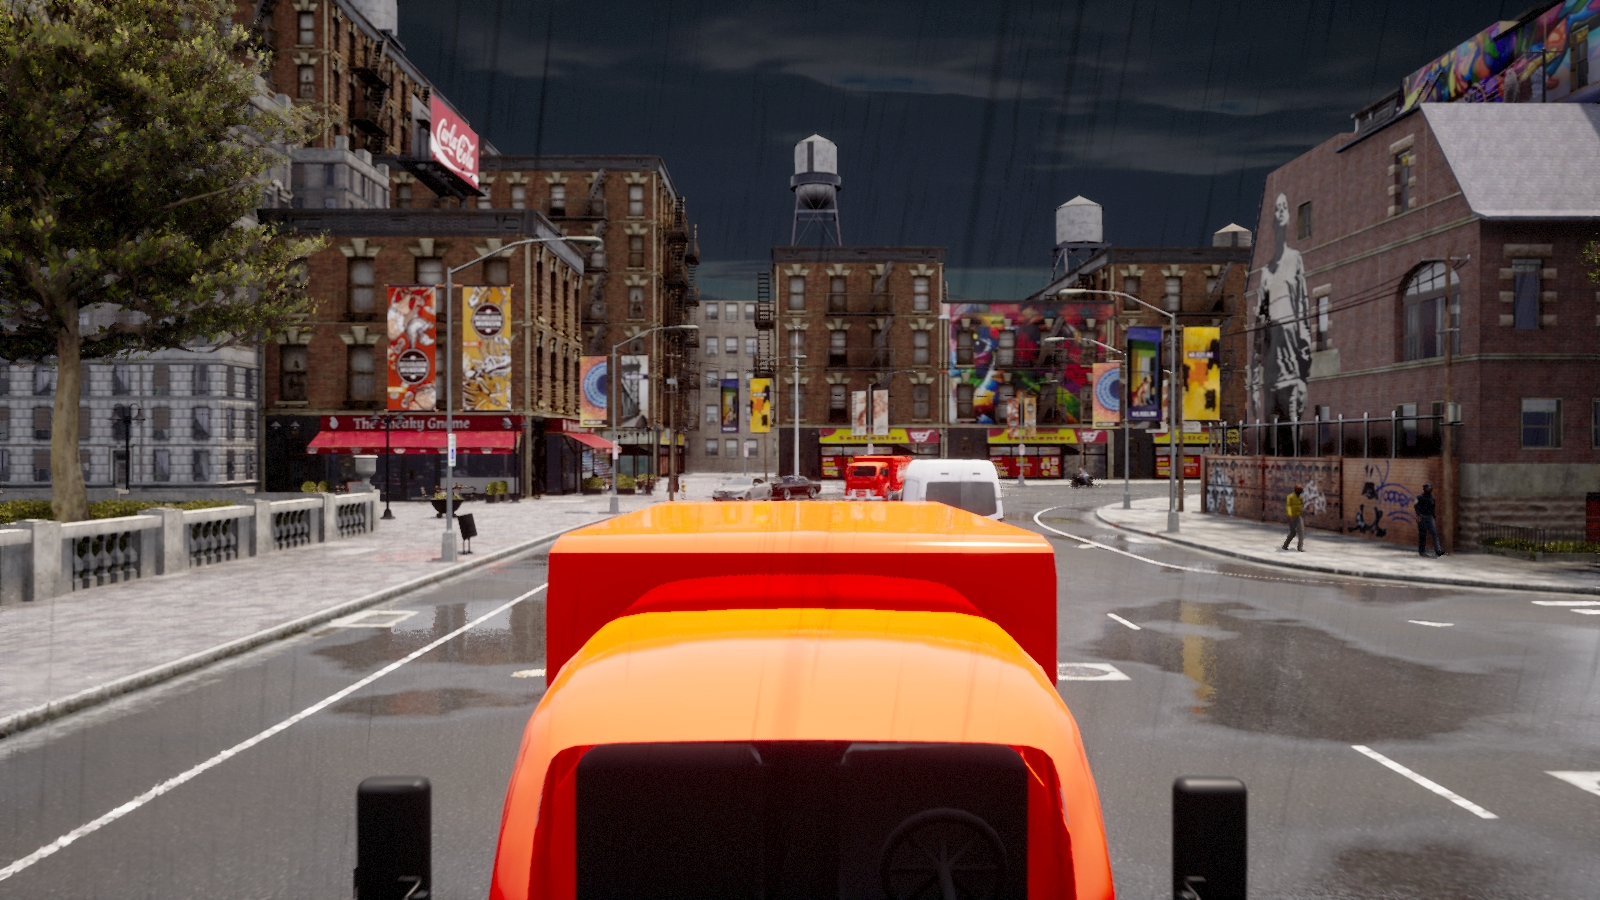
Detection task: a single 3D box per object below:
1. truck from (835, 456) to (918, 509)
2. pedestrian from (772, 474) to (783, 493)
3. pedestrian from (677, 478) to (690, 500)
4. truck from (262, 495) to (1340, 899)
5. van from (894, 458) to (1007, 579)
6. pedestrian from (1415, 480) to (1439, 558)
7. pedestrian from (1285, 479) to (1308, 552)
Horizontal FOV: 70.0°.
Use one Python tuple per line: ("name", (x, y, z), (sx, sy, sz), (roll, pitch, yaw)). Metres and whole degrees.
("truck", (3.852, 1.526, 56.576), (2.627, 2.467, 5.204), (0, 0, 22))
("pedestrian", (-1.343, 2.026, 68.907), (0.500, 1.100, 0.500), (0, 0, 27))
("pedestrian", (-6.095, 2.033, 59.791), (0.500, 1.100, 0.500), (0, 0, 25))
("truck", (0.003, 1.560, 5.391), (2.627, 2.467, 5.204), (0, 0, 0))
("van", (3.525, 1.514, 27.841), (1.988, 2.561, 5.915), (0, 0, 0))
("pedestrian", (15.243, 1.675, 27.769), (0.375, 1.860, 0.375), (0, 0, 0))
("pedestrian", (12.728, 1.674, 29.292), (0.375, 1.860, 0.375), (0, 0, -13))
